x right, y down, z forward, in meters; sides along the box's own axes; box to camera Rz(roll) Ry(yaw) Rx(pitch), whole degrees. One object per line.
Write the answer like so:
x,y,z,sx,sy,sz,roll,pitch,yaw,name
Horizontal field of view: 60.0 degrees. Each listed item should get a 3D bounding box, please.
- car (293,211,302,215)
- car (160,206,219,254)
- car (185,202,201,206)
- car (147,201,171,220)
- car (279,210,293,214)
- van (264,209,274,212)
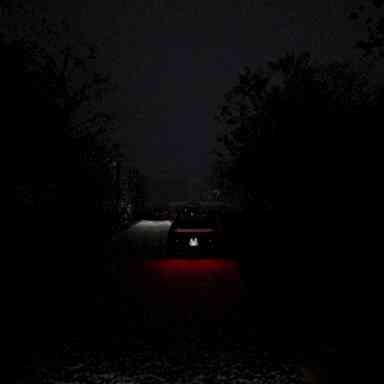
20.525,4.447,68.247,2.435,2.045,5.566,0,0,-18,car
0.069,1.538,13.737,2.128,1.511,4.902,0,0,0,car
0.072,1.625,29.362,1.812,1.442,4.674,0,0,0,car
-2.828,1.578,29.637,1.882,1.535,5.008,0,0,0,car
17.567,4.448,68.341,2.435,2.045,5.566,0,0,-18,car
14.555,4.475,68.567,1.878,1.987,4.442,0,0,-18,van
